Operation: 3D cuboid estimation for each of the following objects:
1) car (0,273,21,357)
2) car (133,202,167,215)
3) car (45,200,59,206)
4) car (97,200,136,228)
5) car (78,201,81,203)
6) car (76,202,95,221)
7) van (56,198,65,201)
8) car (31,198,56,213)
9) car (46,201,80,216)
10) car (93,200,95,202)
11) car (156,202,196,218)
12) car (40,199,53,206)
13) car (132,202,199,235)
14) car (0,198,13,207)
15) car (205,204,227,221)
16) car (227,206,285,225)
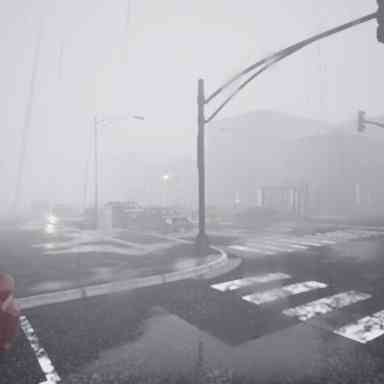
[{"bbox_3d":[-4.329,1.545,3.484,4.507,1.381,1.887,0,0,-35],"label":"car"},{"bbox_3d":[-4.999,1.910,39.096,2.008,1.369,4.403,-1,0,-36],"label":"car"},{"bbox_3d":[-31.768,2.443,75.552,1.887,1.381,4.507,-1,0,-36],"label":"car"},{"bbox_3d":[-5.057,1.615,25.064,2.192,1.841,5.009,-1,0,-36],"label":"car"},{"bbox_3d":[-21.729,2.278,61.881,1.802,1.307,4.206,-1,0,-36],"label":"car"},{"bbox_3d":[-8.398,1.918,29.622,2.008,1.369,4.403,-1,0,-36],"label":"car"},{"bbox_3d":[-28.427,2.172,70.995,1.690,1.788,3.998,-1,0,-36],"label":"van"},{"bbox_3d":[-21.789,1.951,47.849,2.192,1.841,5.009,-1,0,-36],"label":"car"},{"bbox_3d":[-15.091,2.052,38.736,2.008,1.369,4.403,-1,0,-36],"label":"car"},{"bbox_3d":[-15.041,2.001,52.766,1.967,1.590,4.097,-1,0,-36],"label":"car"},{"bbox_3d":[-1.754,1.819,34.675,1.752,1.417,4.829,-1,0,-36],"label":"car"},{"bbox_3d":[-35.215,2.493,80.246,1.752,1.417,4.829,-1,0,-36],"label":"car"},{"bbox_3d":[-1.708,1.673,20.508,1.967,1.590,4.097,-1,0,-36],"label":"car"},{"bbox_3d":[-41.900,2.356,75.167,2.192,1.841,5.009,-1,0,-36],"label":"car"},{"bbox_3d":[1.593,1.752,30.118,1.752,1.417,4.829,-1,0,-36],"label":"car"},{"bbox_3d":[5.041,1.723,25.424,1.947,1.339,4.313,-1,0,-36],"label":"car"}]
